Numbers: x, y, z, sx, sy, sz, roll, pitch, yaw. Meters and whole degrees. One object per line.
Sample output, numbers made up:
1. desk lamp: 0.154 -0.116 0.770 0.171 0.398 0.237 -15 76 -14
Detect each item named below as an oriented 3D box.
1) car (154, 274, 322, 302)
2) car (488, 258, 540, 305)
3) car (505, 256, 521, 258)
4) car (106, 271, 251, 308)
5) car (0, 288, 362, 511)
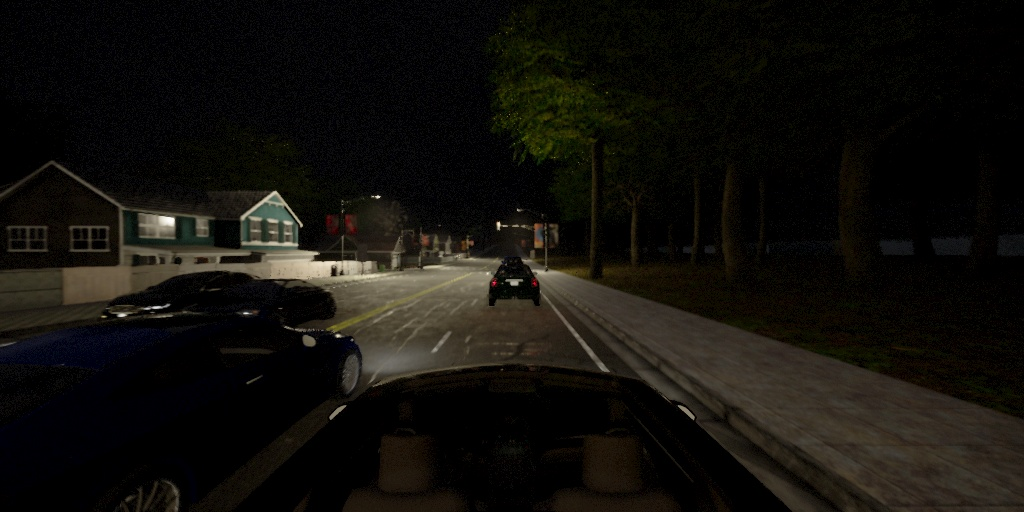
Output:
1. car: -6.600 1.312 9.762 1.994 1.385 4.181 0 0 0
2. car: 0.093 1.109 16.180 2.097 1.767 4.553 0 0 0
3. car: 0.082 1.056 35.517 2.150 2.045 5.566 0 0 0
4. car: -9.850 1.252 11.487 1.837 1.490 4.892 0 0 0
5. car: -3.148 1.274 3.462 1.812 1.442 4.674 0 0 0
